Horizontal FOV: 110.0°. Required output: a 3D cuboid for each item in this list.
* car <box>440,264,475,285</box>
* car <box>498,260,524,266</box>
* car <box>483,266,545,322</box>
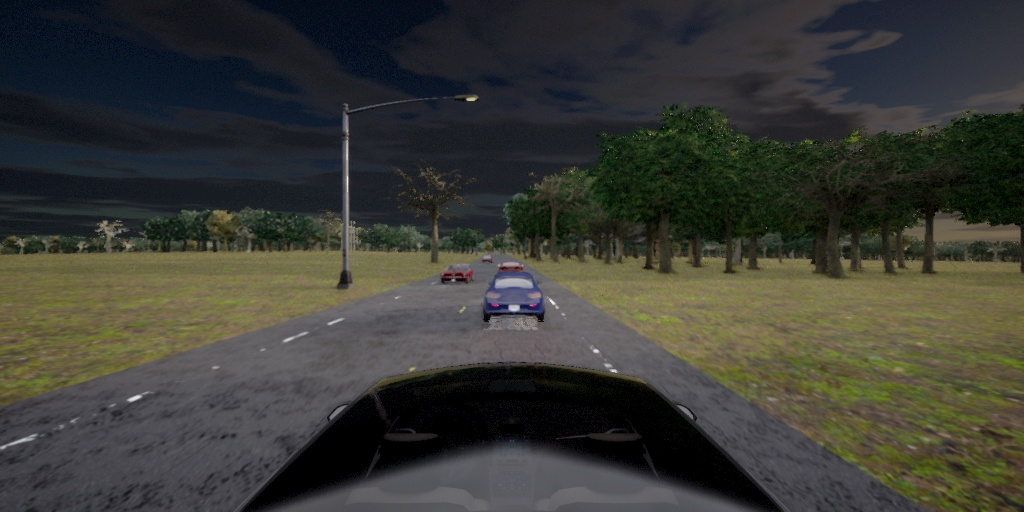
[{"bbox_3d":[-3.745,1.225,25.052,1.895,1.301,4.718,0,0,-1],"label":"car"},{"bbox_3d":[-0.087,1.078,27.986,1.882,1.535,5.008,0,0,-1],"label":"car"},{"bbox_3d":[0.053,1.229,11.994,1.812,1.442,4.674,0,0,0],"label":"car"}]
